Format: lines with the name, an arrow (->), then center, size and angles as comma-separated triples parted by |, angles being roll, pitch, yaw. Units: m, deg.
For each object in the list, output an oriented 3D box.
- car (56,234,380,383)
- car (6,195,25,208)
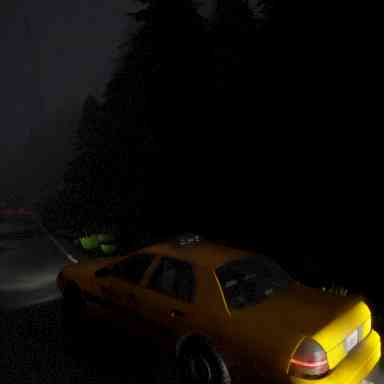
car -> -0.256, 1.418, 5.069 | 5.366, 1.575, 1.801 | 1, 1, 44
car -> -21.211, 1.058, 40.005 | 2.128, 1.511, 4.902 | -2, 2, -27
